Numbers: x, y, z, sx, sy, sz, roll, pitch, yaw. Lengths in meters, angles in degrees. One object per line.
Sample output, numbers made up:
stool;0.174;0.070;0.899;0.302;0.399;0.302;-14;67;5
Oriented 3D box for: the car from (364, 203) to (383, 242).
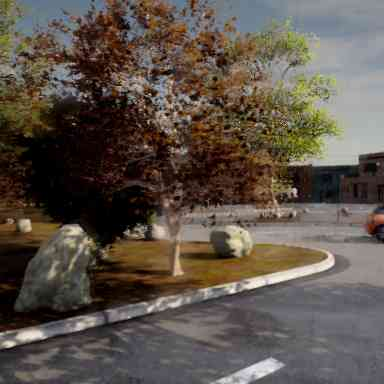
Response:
car;10.151;1.232;14.618;4.553;1.767;2.097;-2;0;20
